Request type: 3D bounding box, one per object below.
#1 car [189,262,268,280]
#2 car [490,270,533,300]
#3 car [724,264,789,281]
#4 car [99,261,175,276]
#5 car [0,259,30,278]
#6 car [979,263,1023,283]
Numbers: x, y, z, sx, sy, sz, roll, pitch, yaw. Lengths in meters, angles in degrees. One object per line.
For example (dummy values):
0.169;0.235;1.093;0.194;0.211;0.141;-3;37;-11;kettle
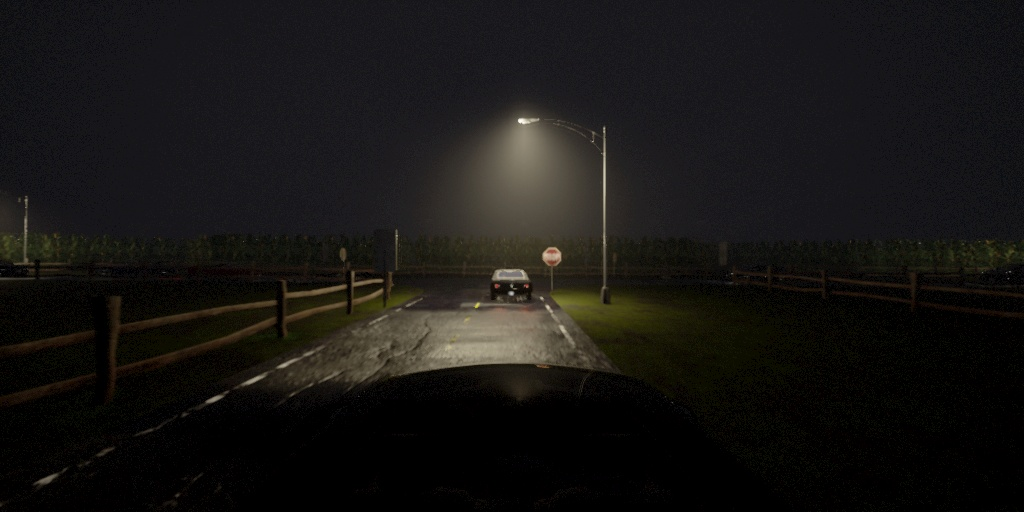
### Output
-21.046;1.116;26.830;4.718;1.301;1.895;0;-1;0;car
-0.113;1.306;17.504;1.895;1.301;4.718;0;0;-3;car
20.132;1.368;29.560;4.892;1.490;1.837;0;-1;0;car
-31.156;1.091;29.839;4.718;1.301;1.895;0;-1;0;car
-39.540;0.875;26.947;5.008;1.535;1.882;0;-1;0;car
41.598;1.398;29.411;4.553;1.767;2.097;0;-1;1;car
